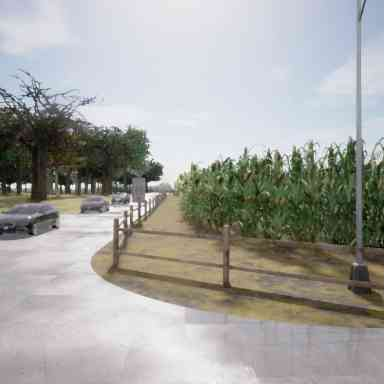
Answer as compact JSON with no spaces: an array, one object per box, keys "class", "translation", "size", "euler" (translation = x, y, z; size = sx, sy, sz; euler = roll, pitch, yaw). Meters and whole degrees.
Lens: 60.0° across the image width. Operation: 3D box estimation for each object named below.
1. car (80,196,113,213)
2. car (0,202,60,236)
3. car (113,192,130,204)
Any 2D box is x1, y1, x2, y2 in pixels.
[{"class":"car","translation":[-9.004,1.125,31.081],"size":[1.837,1.490,4.892],"euler":[1,1,-2]},{"class":"car","translation":[-8.431,1.335,17.319],"size":[1.837,1.490,4.892],"euler":[1,1,-2]},{"class":"car","translation":[-9.541,0.818,44.848],"size":[2.128,1.511,4.902],"euler":[1,1,-2]}]
